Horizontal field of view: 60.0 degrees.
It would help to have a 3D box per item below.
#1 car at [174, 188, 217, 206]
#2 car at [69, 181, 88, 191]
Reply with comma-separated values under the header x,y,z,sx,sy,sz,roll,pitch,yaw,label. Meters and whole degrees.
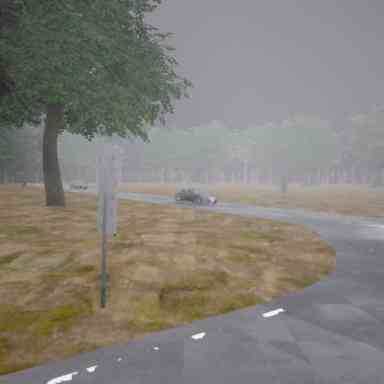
x,y,z,sx,sy,sz,roll,pitch,yaw,label
0.267,0.385,30.322,2.128,1.511,4.902,2,2,-38,car
-18.712,-1.091,54.818,1.837,1.490,4.892,1,2,-37,car
